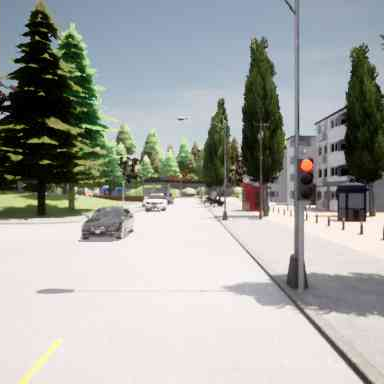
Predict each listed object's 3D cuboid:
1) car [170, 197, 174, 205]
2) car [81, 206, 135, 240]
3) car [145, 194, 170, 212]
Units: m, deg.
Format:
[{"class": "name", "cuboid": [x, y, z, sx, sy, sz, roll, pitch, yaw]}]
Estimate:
[{"class": "car", "cuboid": [-4.104, 1.527, 57.514, 2.033, 1.411, 5.357, 0, 0, 0]}, {"class": "car", "cuboid": [-4.113, 1.498, 16.905, 1.837, 1.490, 4.892, 0, 0, 0]}, {"class": "car", "cuboid": [-4.128, 1.207, 38.836, 2.150, 2.045, 5.566, 0, 0, 0]}]
